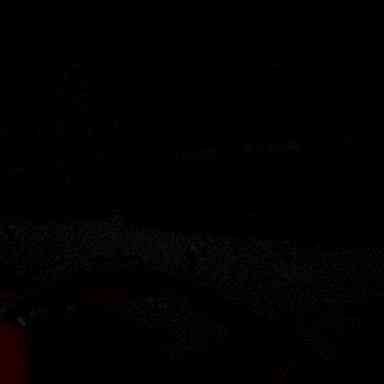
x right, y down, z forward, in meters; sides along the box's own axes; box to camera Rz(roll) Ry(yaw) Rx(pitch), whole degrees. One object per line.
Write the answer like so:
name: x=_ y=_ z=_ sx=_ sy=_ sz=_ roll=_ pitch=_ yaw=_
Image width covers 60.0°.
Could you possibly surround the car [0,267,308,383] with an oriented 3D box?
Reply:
car: x=-1.082 y=1.552 z=3.732 sx=4.507 sy=1.381 sz=1.887 roll=0 pitch=0 yaw=36
